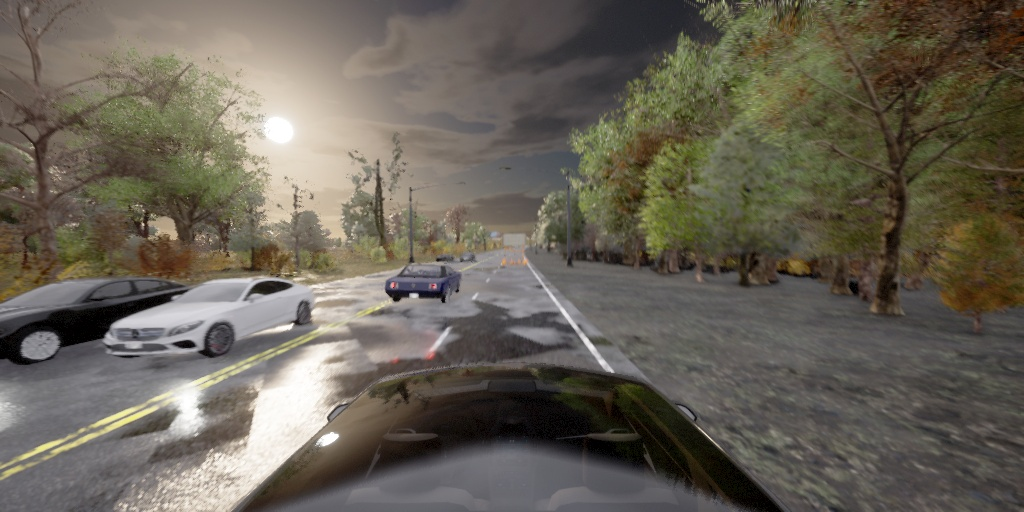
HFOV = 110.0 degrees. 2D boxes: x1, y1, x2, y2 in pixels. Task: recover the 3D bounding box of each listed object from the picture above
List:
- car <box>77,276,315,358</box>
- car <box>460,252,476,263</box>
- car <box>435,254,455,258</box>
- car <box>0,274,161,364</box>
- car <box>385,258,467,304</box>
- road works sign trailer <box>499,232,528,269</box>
[{"bbox_3d":[-6.629,1.246,8.615,1.812,1.442,4.674,-1,1,0],"label":"car"},{"bbox_3d":[-6.164,0.148,50.435,2.128,1.511,4.902,-1,1,1],"label":"car"},{"bbox_3d":[-9.409,0.302,50.496,1.895,1.301,4.718,-1,1,1],"label":"car"},{"bbox_3d":[-9.872,1.243,8.408,1.882,1.535,5.008,-1,2,0],"label":"car"},{"bbox_3d":[-3.063,0.918,13.489,1.895,1.301,4.718,2,1,0],"label":"car"},{"bbox_3d":[0.254,-0.591,35.680,2.380,3.560,2.880,0,0,1],"label":"road works sign trailer"}]
